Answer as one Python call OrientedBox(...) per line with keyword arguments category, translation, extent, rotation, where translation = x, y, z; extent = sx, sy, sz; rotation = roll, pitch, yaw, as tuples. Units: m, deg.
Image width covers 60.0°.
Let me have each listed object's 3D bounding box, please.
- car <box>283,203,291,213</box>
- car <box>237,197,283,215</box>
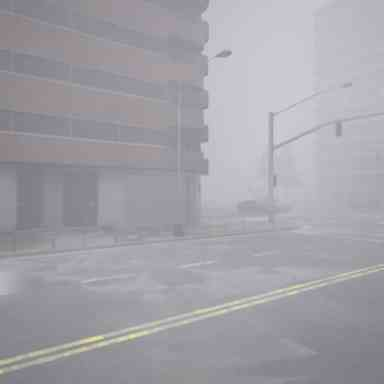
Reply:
OrientedBox(category="car", translation=(9.094, 1.435, 38.061), extent=(2.097, 1.767, 4.553), rotation=(0, 0, -35))
OrientedBox(category="car", translation=(6.836, 1.575, 35.180), extent=(1.837, 1.490, 4.892), rotation=(0, 0, -35))
